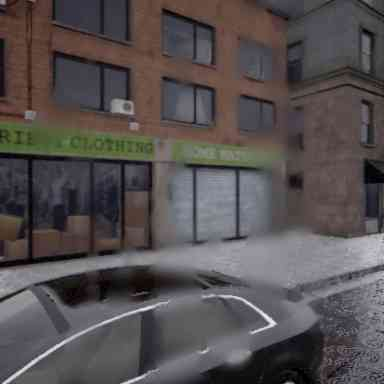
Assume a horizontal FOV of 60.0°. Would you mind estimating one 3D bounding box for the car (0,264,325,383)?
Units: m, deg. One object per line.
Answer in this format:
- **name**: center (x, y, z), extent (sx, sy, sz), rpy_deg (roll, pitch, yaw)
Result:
- **car**: center (-0.881, 1.505, 2.750), extent (4.892, 1.490, 1.837), rpy_deg (0, 0, -36)
